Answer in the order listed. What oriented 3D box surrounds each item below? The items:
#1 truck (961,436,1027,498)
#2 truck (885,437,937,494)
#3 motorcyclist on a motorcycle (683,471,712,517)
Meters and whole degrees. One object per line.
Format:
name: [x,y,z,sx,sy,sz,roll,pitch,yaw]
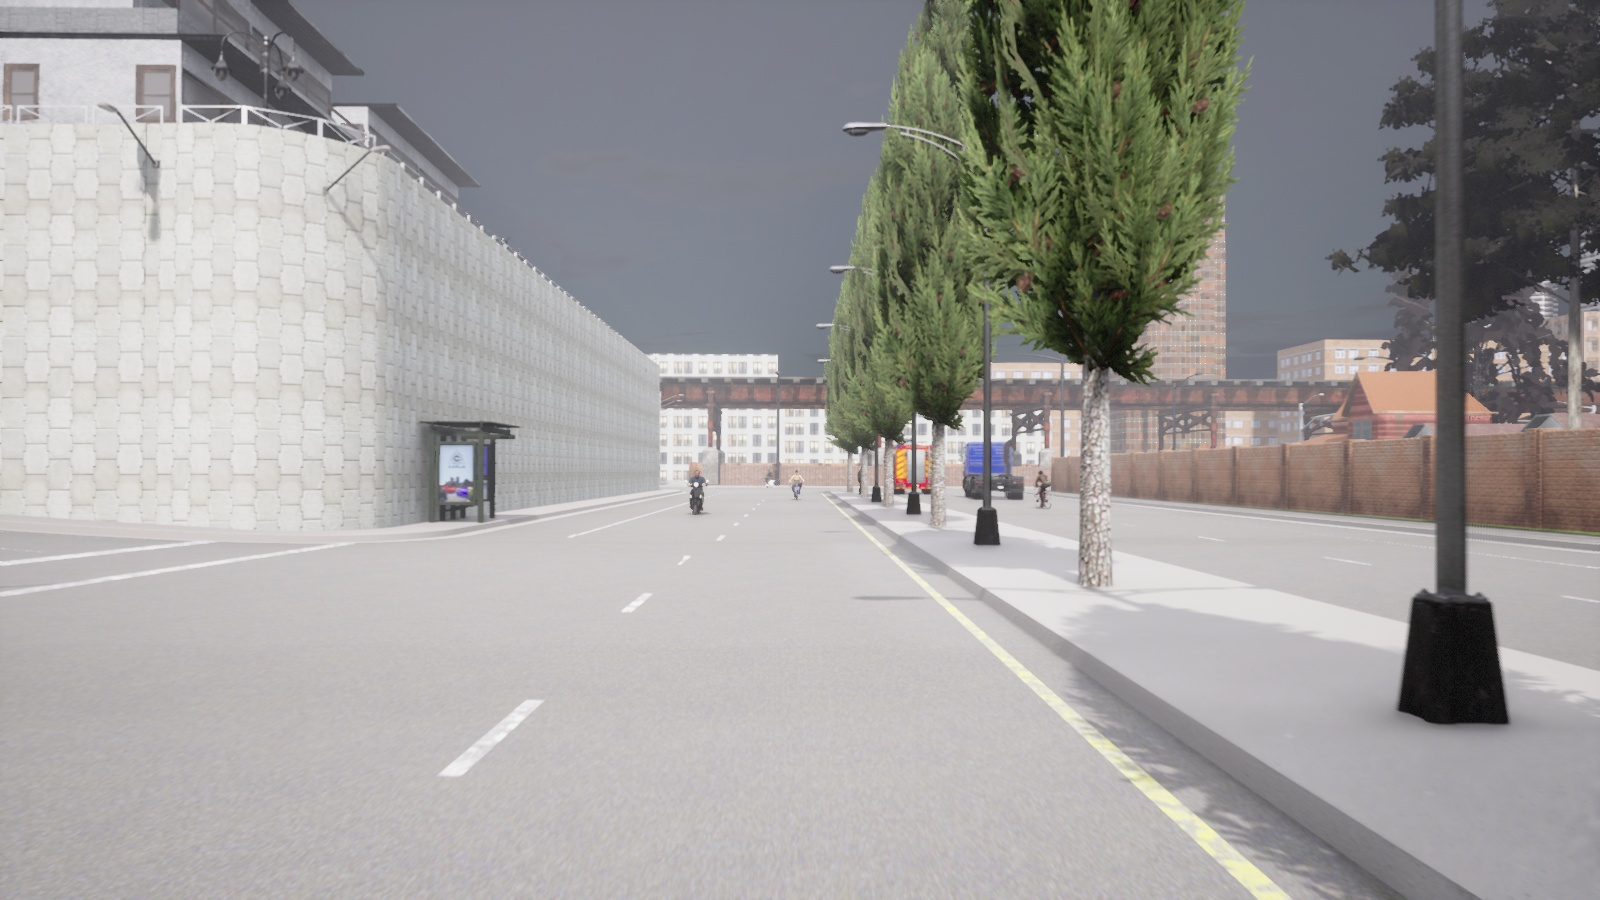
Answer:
truck: [11.279,1.021,73.664,2.891,3.462,7.936,0,-1,2]
truck: [7.782,1.104,88.715,2.891,3.827,8.468,0,-1,0]
motorcyclist on a motorcycle: [-3.606,1.522,44.147,0.866,1.590,1.817,0,-1,0]
